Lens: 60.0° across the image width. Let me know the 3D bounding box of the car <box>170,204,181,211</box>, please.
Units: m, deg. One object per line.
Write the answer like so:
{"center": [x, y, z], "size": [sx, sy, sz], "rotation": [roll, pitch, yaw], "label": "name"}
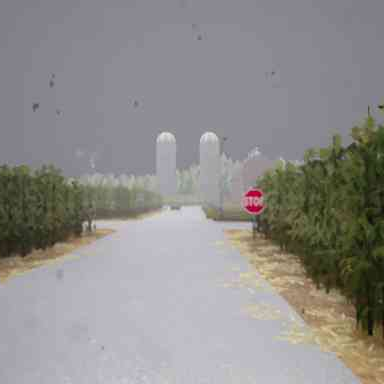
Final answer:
{"center": [-3.107, 2.897, 63.121], "size": [2.033, 1.411, 5.357], "rotation": [0, -1, 0], "label": "car"}
